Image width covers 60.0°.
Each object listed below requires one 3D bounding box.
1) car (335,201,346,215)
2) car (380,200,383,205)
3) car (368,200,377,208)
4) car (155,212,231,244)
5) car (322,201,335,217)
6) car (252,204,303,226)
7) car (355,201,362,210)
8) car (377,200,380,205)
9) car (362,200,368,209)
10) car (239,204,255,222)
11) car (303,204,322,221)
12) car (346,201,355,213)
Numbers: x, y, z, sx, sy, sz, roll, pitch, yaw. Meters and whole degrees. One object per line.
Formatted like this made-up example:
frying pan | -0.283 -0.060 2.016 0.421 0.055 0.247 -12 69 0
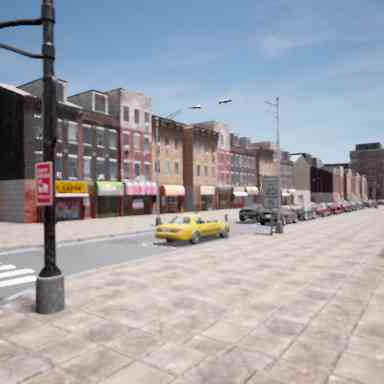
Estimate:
car | 16.412 1.904 39.255 1.887 1.381 4.507 -2 -2 35
car | 45.735 2.529 80.527 2.008 1.369 4.403 -2 -2 35
car | 32.704 2.216 62.186 2.008 1.369 4.403 -2 -2 35
car | 0.220 1.669 16.464 1.752 1.417 4.829 -1 -1 35
car | 13.154 1.891 34.669 1.802 1.307 4.206 -2 -1 35
car | 6.638 1.785 25.497 1.947 1.339 4.313 -2 -1 35
car | 22.928 2.022 48.428 2.008 1.369 4.403 -2 -2 35
car | 35.961 2.281 66.771 1.887 1.381 4.507 -2 -2 35
car | 26.186 2.083 53.013 2.008 1.369 4.403 -2 -2 35
car | 5.732 1.775 28.592 1.837 1.490 4.892 -1 -1 35
car | 9.896 1.813 30.083 2.008 1.369 4.403 -2 -1 35
car | 19.668 1.854 43.844 1.967 1.590 4.097 -2 -2 35
